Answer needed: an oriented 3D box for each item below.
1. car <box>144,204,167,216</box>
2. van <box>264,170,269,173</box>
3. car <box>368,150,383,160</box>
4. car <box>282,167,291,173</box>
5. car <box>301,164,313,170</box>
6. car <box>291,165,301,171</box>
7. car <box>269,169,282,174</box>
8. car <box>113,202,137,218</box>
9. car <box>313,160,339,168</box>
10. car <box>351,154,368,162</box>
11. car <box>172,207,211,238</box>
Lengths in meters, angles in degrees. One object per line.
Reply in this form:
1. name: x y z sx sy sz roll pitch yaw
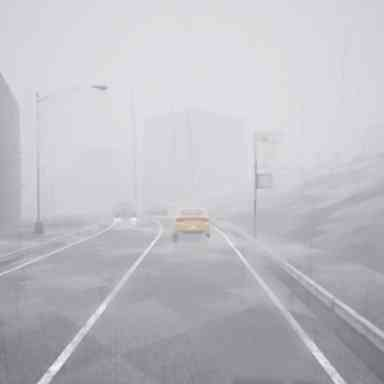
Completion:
1. car: -4.319 2.068 38.617 1.994 1.385 4.181 0 -1 -20
2. van: 20.756 -4.743 85.625 1.878 1.987 4.442 0 0 -1
3. car: 21.853 -3.960 36.077 2.231 1.521 4.892 0 1 -1
4. car: 21.117 -4.487 69.216 2.185 1.767 4.553 0 1 -1
5. car: 21.362 -4.195 58.024 2.002 1.452 4.674 0 1 -1
6. car: 21.238 -4.427 63.697 2.185 1.767 4.553 0 1 -1
7. car: 20.874 -4.470 80.231 2.231 1.521 4.892 0 1 -1
8. car: -7.372 1.852 36.308 2.097 1.767 4.553 0 -2 -21
9. car: 21.483 -4.296 52.531 2.185 1.767 4.553 0 1 -1
10. car: 21.723 -4.039 41.594 2.231 1.521 4.892 0 1 -1
11. car: -0.082 1.584 18.555 1.882 1.535 5.008 0 -1 -3
